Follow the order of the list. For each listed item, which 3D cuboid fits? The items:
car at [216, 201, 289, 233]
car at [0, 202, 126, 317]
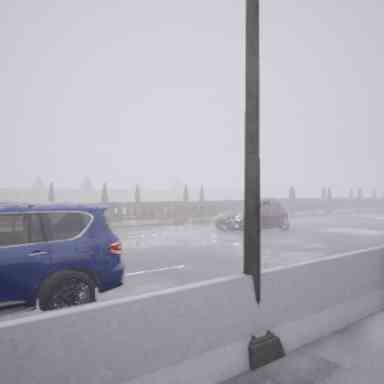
[{"bbox_3d":[3.575,1.365,19.427,4.553,1.767,2.097,0,0,-35],"label":"car"},{"bbox_3d":[-3.883,1.221,5.522,5.566,2.045,2.150,0,0,-35],"label":"car"}]
